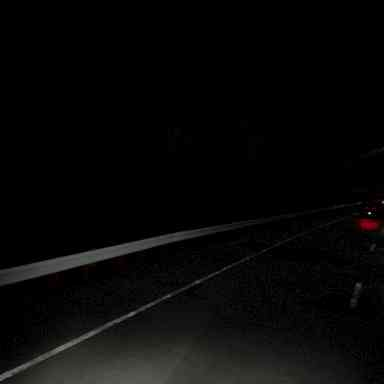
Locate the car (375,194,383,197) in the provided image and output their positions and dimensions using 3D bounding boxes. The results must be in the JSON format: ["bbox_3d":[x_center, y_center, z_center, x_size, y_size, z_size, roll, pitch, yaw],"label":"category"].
[{"bbox_3d":[22.194,1.221,38.078,2.150,2.045,5.566,0,0,36],"label":"car"}]

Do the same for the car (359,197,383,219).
[{"bbox_3d":[16.120,1.505,29.556,1.837,1.490,4.892,0,0,35],"label":"car"}]
